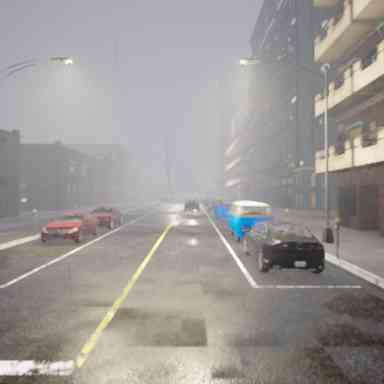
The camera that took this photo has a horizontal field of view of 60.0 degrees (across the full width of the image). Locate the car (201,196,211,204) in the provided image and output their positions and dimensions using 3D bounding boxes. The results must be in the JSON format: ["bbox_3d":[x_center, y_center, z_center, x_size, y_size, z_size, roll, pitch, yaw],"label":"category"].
[{"bbox_3d":[2.712,1.545,66.264,1.887,1.381,4.507,1,0,0],"label":"car"}]

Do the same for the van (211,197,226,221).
[{"bbox_3d":[2.708,1.352,27.199,1.690,1.788,3.998,1,0,0],"label":"van"}]

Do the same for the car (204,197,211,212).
[{"bbox_3d":[2.707,1.538,38.529,1.752,1.417,4.829,1,0,0],"label":"car"}]

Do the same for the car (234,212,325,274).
[{"bbox_3d":[2.703,1.556,10.457,2.008,1.369,4.403,1,0,0],"label":"car"}]

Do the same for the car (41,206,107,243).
[{"bbox_3d":[-5.678,1.590,16.002,1.802,1.307,4.206,1,0,0],"label":"car"}]

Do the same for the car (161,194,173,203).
[{"bbox_3d":[-5.668,1.563,71.804,1.947,1.339,4.313,1,0,0],"label":"car"}]

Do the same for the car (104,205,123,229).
[{"bbox_3d":[-5.676,1.555,21.583,1.887,1.381,4.507,1,0,0],"label":"car"}]

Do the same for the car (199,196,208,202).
[{"bbox_3d":[2.713,1.543,77.426,2.008,1.369,4.403,1,0,0],"label":"car"}]

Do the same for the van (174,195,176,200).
[{"bbox_3d":[-5.662,1.324,88.545,1.690,1.788,3.998,1,0,0],"label":"van"}]

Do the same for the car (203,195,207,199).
[{"bbox_3d":[2.708,1.576,49.521,1.947,1.339,4.313,1,0,0],"label":"car"}]

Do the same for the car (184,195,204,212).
[{"bbox_3d":[0.005,1.504,39.942,2.128,1.511,4.902,0,0,0],"label":"car"}]

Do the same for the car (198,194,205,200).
[{"bbox_3d":[2.717,1.416,94.166,1.967,1.590,4.097,1,0,0],"label":"car"}]

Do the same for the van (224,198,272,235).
[{"bbox_3d":[2.706,1.348,16.036,1.690,1.788,3.998,1,0,0],"label":"van"}]
